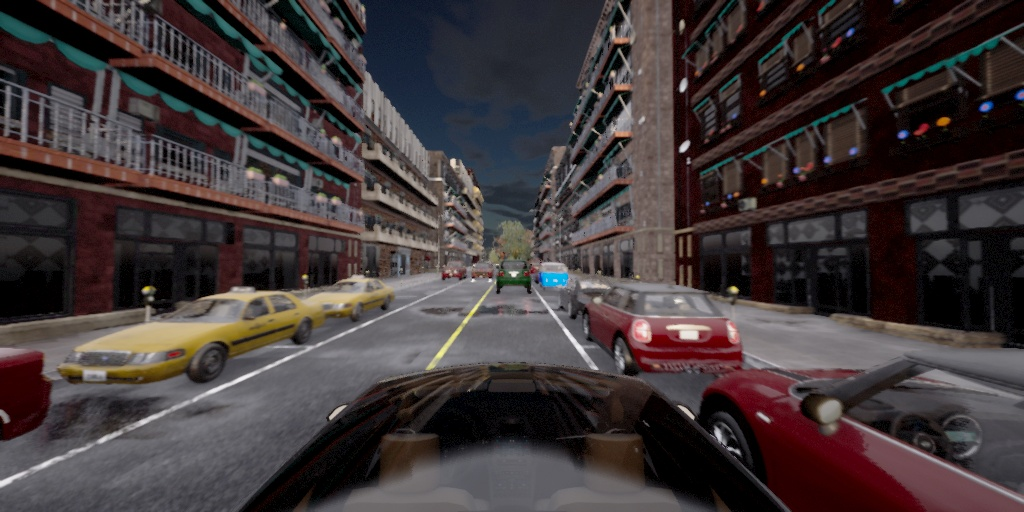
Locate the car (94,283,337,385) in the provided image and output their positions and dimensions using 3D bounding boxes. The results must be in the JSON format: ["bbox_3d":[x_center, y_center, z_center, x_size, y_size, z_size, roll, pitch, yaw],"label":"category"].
[{"bbox_3d":[-5.686,1.337,7.287,1.751,1.417,4.829,0,0,0],"label":"car"}]

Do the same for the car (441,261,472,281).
[{"bbox_3d":[-5.671,1.433,35.763,2.192,1.841,5.009,0,0,0],"label":"car"}]

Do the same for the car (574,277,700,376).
[{"bbox_3d":[2.694,1.250,7.412,1.967,1.591,4.097,0,0,0],"label":"car"}]

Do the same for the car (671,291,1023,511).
[{"bbox_3d":[2.692,1.190,1.751,1.967,1.591,4.097,0,0,0],"label":"car"}]

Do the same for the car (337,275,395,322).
[{"bbox_3d":[-5.684,1.397,12.948,1.751,1.417,4.829,0,0,0],"label":"car"}]

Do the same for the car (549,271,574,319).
[{"bbox_3d":[2.698,1.421,13.073,2.007,1.370,4.403,0,0,0],"label":"car"}]

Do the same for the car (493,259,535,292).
[{"bbox_3d":[0.109,1.205,23.330,2.150,2.045,5.566,0,0,0],"label":"car"}]

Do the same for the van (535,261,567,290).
[{"bbox_3d":[2.703,1.334,24.396,1.690,1.789,3.998,0,0,0],"label":"van"}]

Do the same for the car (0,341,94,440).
[{"bbox_3d":[-5.689,1.297,1.796,1.888,1.381,4.507,0,0,0],"label":"car"}]

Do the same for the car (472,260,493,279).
[{"bbox_3d":[-3.051,1.492,37.821,2.097,1.767,4.553,0,-1,0],"label":"car"}]
